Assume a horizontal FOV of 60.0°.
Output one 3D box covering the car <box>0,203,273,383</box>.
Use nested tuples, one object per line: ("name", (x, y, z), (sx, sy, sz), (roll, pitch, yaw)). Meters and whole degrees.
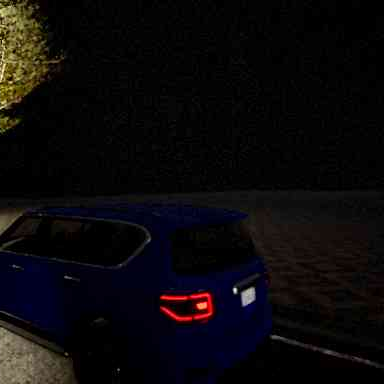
("car", (-1.578, 1.193, 5.113), (5.566, 2.045, 2.150), (0, 0, 35))
